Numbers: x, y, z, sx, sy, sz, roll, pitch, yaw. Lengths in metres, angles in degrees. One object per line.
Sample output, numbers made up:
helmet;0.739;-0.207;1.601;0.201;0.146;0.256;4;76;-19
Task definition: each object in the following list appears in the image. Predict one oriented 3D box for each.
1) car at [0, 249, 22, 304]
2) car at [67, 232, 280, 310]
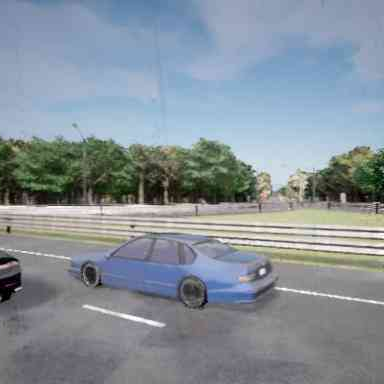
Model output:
car;-5.737;1.648;7.249;4.902;1.511;2.128;-1;-1;32
car;-0.669;1.725;8.206;5.357;1.411;2.033;-1;-1;32
